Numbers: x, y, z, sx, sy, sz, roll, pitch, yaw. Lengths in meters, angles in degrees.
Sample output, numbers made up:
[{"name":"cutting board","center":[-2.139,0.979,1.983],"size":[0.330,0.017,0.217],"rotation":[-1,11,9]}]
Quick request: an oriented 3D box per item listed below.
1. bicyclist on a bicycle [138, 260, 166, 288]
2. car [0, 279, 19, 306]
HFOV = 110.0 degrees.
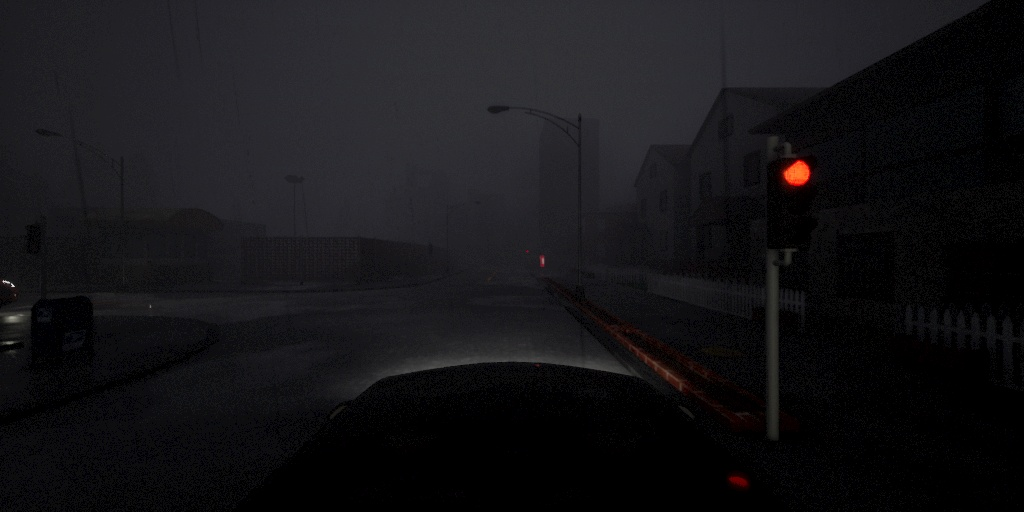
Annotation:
[{"name":"bicyclist on a bicycle","center":[-21.736,1.090,21.662],"size":[0.582,1.620,1.656],"rotation":[0,0,0]},{"name":"car","center":[-21.588,1.097,13.269],"size":[4.553,1.767,2.097],"rotation":[0,0,0]}]
